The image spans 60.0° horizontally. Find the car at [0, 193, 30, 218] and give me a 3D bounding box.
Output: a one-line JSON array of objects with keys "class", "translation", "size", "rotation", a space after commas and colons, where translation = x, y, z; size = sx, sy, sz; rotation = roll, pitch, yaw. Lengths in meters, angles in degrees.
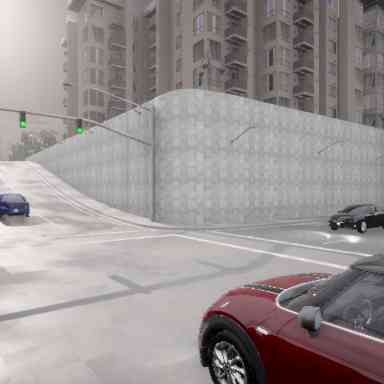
[{"class": "car", "translation": [-13.091, 0.829, 24.021], "size": [1.882, 1.535, 5.008], "rotation": [0, 6, -36]}]

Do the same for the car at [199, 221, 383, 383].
[{"class": "car", "translation": [2.033, 1.350, 2.984], "size": [2.097, 1.767, 4.553], "rotation": [0, 0, -36]}]

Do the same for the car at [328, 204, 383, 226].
[{"class": "car", "translation": [10.066, 1.505, 19.780], "size": [4.892, 1.490, 1.837], "rotation": [0, 0, -36]}]
